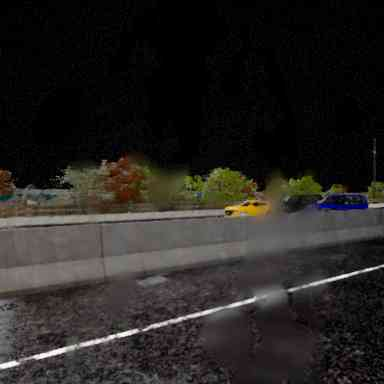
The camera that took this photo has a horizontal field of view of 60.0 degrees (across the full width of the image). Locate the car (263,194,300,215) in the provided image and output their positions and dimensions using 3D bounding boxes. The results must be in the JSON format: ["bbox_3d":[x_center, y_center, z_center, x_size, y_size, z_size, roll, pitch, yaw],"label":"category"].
[{"bbox_3d":[8.724,1.214,27.092,5.566,2.045,2.150,0,0,-35],"label":"car"}]

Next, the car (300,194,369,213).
[{"bbox_3d":[10.697,1.215,24.201,5.566,2.045,2.150,0,0,-35],"label":"car"}]

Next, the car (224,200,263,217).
[{"bbox_3d":[5.047,1.482,28.818,5.008,1.535,1.882,0,0,-34],"label":"car"}]
